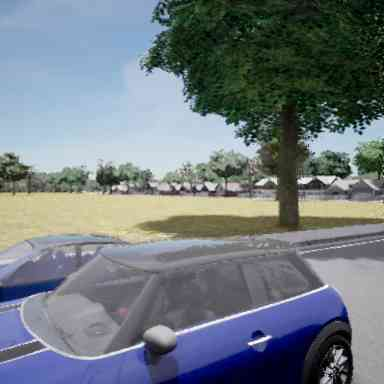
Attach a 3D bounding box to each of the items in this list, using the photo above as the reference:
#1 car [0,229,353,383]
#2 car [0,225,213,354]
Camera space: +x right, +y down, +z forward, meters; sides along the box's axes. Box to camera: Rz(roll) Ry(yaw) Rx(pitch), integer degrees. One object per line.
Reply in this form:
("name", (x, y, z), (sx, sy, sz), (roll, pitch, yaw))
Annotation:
("car", (-0.423, 1.339, 3.380), (4.553, 1.767, 2.097), (0, 0, -35))
("car", (-2.372, 1.516, 5.980), (5.357, 1.411, 2.033), (0, 0, -35))
